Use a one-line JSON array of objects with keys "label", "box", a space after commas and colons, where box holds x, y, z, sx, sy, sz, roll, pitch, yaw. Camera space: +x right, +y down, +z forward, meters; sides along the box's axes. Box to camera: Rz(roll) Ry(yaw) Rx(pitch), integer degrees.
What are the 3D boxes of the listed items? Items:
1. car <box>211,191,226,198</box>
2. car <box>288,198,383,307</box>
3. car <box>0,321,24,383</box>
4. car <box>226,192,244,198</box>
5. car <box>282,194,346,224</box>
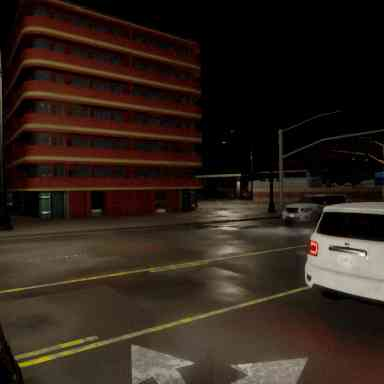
[{"label": "car", "box": [7.439, 0.671, 89.327, 4.611, 1.667, 2.242, -1, 1, -35]}, {"label": "car", "box": [4.782, 1.217, 7.137, 5.566, 2.045, 2.150, 0, 0, -35]}, {"label": "car", "box": [-3.661, 1.222, 1.141, 5.566, 2.045, 2.150, 0, 0, -35]}, {"label": "car", "box": [11.405, 0.817, 85.101, 3.806, 1.475, 1.970, -1, 1, -35]}, {"label": "car", "box": [8.663, 1.152, 22.899, 5.566, 2.045, 2.150, 0, 0, -35]}]
